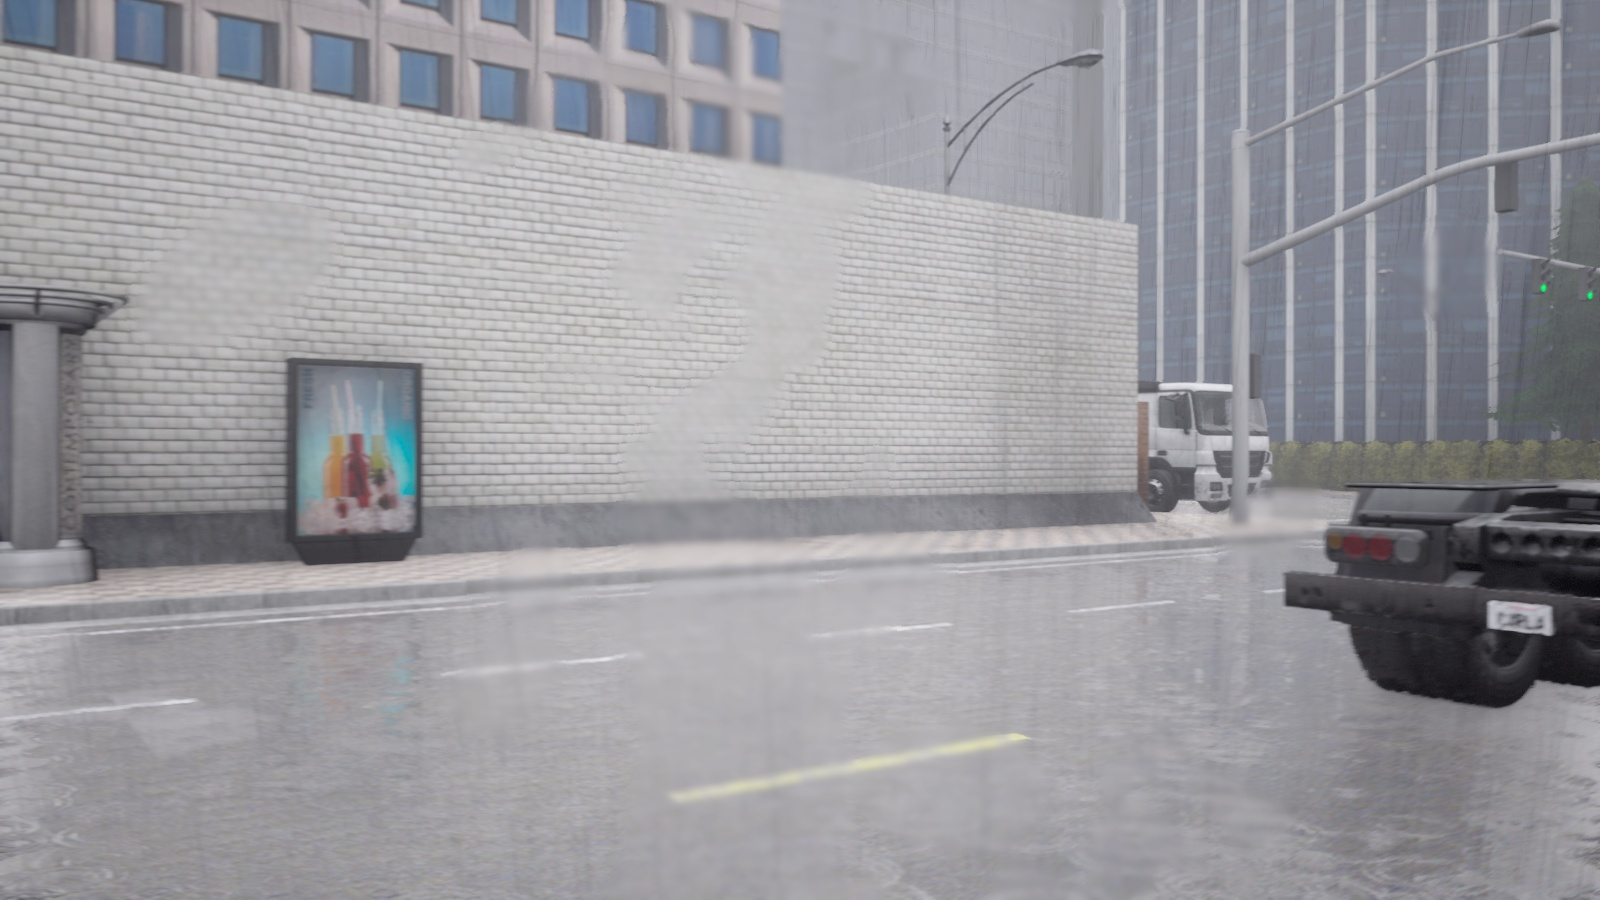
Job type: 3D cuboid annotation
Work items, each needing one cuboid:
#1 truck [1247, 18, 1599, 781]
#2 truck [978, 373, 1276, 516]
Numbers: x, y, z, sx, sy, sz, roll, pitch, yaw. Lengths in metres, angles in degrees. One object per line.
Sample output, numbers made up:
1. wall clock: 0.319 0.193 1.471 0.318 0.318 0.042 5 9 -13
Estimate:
1. truck: 6.657 -0.231 8.296 7.936 3.462 2.891 0 0 -35
2. truck: 8.685 -0.115 34.469 2.891 3.462 7.936 0 0 -35
